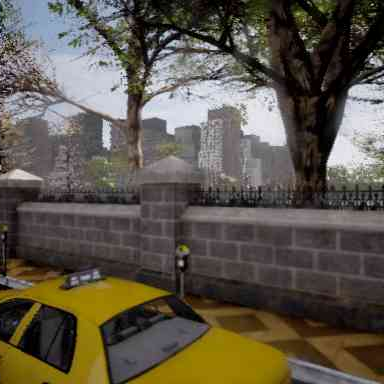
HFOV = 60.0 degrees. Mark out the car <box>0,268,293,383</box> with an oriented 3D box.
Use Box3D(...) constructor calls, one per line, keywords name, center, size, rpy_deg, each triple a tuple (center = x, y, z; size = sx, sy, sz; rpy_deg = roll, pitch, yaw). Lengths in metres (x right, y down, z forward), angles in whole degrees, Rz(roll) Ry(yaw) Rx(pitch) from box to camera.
Box3D(name="car", center=(-1.365, 1.538, 3.690), size=(4.829, 1.417, 1.752), rpy_deg=(0, 0, 35))
